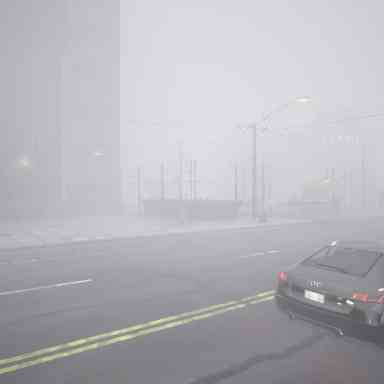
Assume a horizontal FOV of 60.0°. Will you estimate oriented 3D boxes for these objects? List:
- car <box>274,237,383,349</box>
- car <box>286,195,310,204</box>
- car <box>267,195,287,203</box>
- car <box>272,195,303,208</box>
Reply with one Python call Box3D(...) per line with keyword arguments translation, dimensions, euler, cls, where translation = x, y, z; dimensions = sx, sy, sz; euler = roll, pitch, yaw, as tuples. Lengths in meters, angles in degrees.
Box3D(translation=(3.499, 1.564, 6.243), dimensions=(4.181, 1.385, 1.994), euler=(0, 0, -36), cls="car")
Box3D(translation=(20.266, 1.420, 63.789), dimensions=(4.674, 1.452, 2.002), euler=(0, 0, -36), cls="car")
Box3D(translation=(17.359, 1.452, 67.790), dimensions=(3.806, 1.475, 1.970), euler=(0, 0, -36), cls="car")
Box3D(translation=(13.356, 1.254, 44.728), dimensions=(4.553, 1.767, 2.185), euler=(0, 0, -36), cls="car")
